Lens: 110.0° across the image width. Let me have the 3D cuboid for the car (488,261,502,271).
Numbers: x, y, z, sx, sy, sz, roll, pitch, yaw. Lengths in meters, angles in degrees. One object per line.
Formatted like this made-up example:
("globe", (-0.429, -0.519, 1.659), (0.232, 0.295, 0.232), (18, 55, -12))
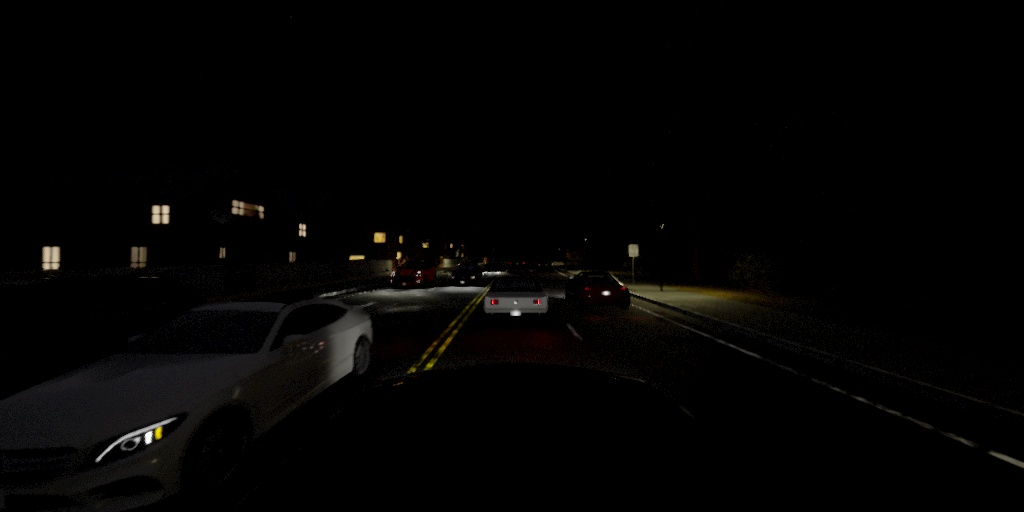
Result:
("car", (-2.385, 1.295, 46.552), (1.994, 1.385, 4.181), (0, 0, 3))

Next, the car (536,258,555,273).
("car", (4.094, 1.073, 43.981), (2.097, 1.767, 4.553), (0, 0, 3))

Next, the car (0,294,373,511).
("car", (-3.342, 1.275, 4.595), (1.812, 1.442, 4.674), (0, 0, 0))

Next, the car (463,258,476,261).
("car", (-5.635, 1.079, 46.637), (2.097, 1.767, 4.553), (0, 0, 3))

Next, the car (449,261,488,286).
("car", (-3.141, 1.290, 25.691), (2.033, 1.411, 5.357), (0, 0, 1))

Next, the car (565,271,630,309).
("car", (3.403, 1.310, 14.907), (1.994, 1.385, 4.181), (0, 0, 1))

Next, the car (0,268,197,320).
("car", (-6.589, 1.102, 4.887), (2.097, 1.767, 4.553), (0, 0, 0))

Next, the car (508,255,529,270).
("car", (0.760, 0.948, 42.420), (2.150, 2.045, 5.566), (0, 0, 3))

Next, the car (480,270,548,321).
("car", (0.128, 1.348, 12.471), (1.895, 1.301, 4.718), (0, 0, 0))

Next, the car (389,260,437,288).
("car", (-6.418, 1.097, 23.716), (2.097, 1.767, 4.553), (0, 0, 1))
